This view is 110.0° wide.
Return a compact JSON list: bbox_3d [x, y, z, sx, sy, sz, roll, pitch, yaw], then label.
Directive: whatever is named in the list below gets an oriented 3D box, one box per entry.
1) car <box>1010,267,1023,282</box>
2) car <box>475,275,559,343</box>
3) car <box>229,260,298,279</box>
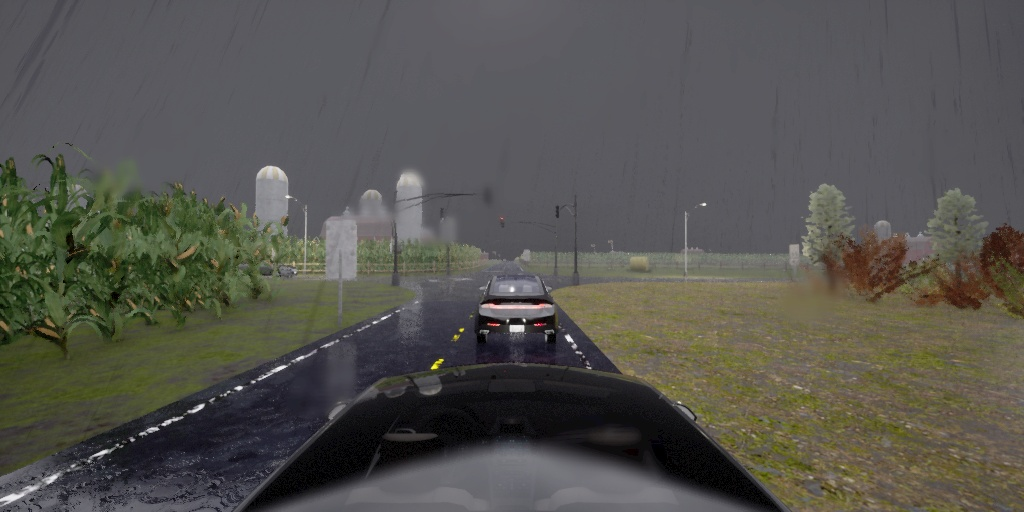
[{"bbox_3d":[48.671,1.719,33.477,4.674,1.442,1.812,1,-1,-5],"label":"car"},{"bbox_3d":[0.102,1.245,9.632,2.128,1.511,4.902,0,0,0],"label":"car"},{"bbox_3d":[-19.937,1.058,28.790,4.902,1.511,2.128,0,-1,-4],"label":"car"}]
